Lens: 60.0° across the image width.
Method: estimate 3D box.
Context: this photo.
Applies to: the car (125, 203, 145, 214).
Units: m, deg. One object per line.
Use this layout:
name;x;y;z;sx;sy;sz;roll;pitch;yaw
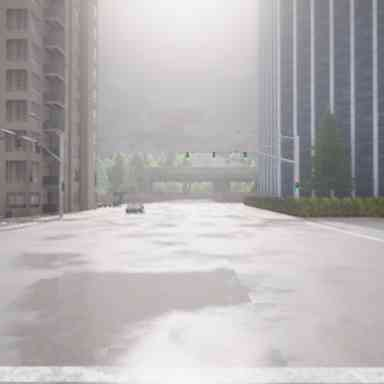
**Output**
car;-6.952;2.015;41.114;1.994;1.385;4.181;0;0;0
